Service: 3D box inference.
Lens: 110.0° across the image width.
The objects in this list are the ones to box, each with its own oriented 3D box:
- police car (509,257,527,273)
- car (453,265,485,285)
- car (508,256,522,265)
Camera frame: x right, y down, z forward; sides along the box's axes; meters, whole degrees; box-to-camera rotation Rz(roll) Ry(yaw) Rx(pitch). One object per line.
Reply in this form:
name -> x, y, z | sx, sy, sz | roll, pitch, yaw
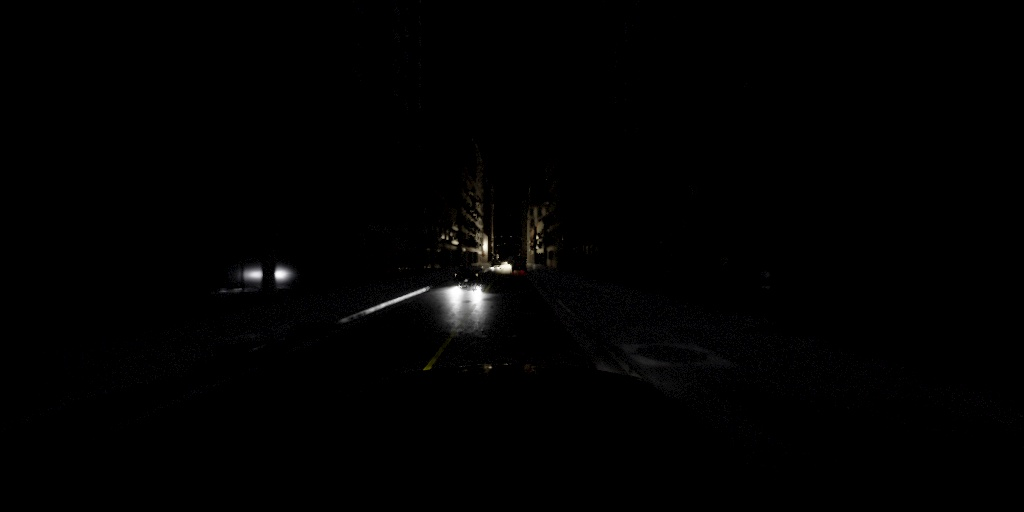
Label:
police car -> 0.893, 1.212, 44.870 | 1.930, 1.638, 5.238 | 0, 0, 0
car -> -3.102, 1.362, 26.512 | 1.895, 1.301, 4.718 | 0, 0, 0
car -> 0.892, 1.050, 60.792 | 2.150, 2.045, 5.566 | 0, 0, 0
